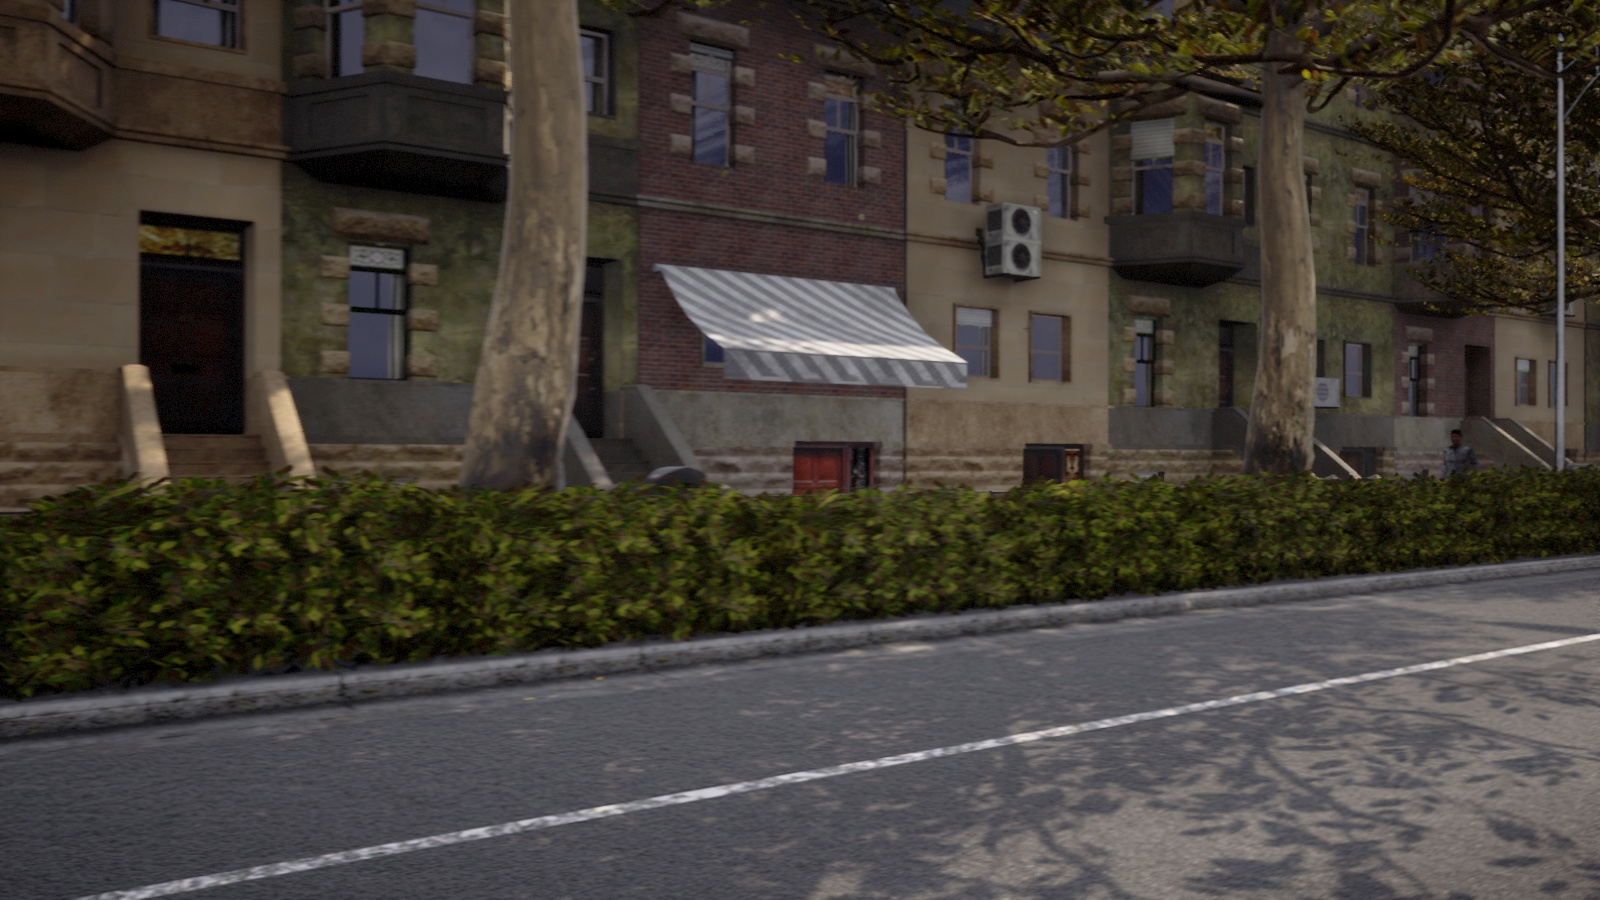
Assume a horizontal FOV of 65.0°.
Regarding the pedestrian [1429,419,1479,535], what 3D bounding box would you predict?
[{"bbox_3d":[11.208,0.450,21.516,0.788,1.949,0.423,0,0,-34],"label":"pedestrian"}]
